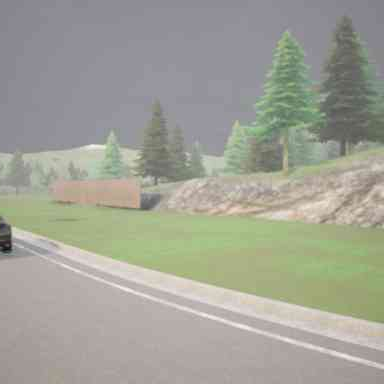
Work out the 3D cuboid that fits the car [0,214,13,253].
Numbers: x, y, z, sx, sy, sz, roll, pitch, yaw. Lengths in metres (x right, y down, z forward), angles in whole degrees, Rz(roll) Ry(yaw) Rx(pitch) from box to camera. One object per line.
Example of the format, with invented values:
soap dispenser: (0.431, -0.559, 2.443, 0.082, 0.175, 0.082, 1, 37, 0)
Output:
car: (-7.941, 1.321, 11.929, 1.837, 1.490, 4.892, 0, 1, -43)
